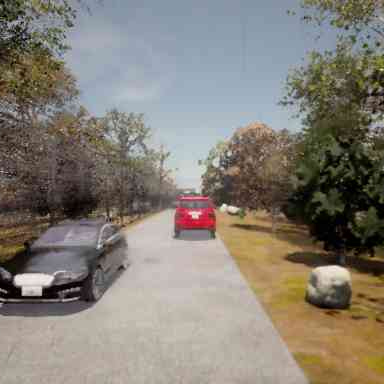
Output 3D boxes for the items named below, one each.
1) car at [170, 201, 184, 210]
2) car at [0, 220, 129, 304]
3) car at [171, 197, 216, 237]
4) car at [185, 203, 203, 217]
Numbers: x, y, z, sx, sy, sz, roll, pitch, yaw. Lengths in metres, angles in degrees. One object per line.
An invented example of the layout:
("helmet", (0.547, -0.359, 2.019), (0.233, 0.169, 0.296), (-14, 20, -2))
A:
("car", (-2.513, 2.340, 57.656), (2.128, 1.511, 4.902), (0, -2, 1))
("car", (-2.842, 1.513, 8.363), (2.128, 1.511, 4.902), (0, 0, 0))
("car", (0.157, 1.318, 18.920), (2.150, 2.045, 5.566), (0, -1, 0))
("car", (0.212, 1.964, 37.236), (1.895, 1.301, 4.718), (-1, -1, 0))
